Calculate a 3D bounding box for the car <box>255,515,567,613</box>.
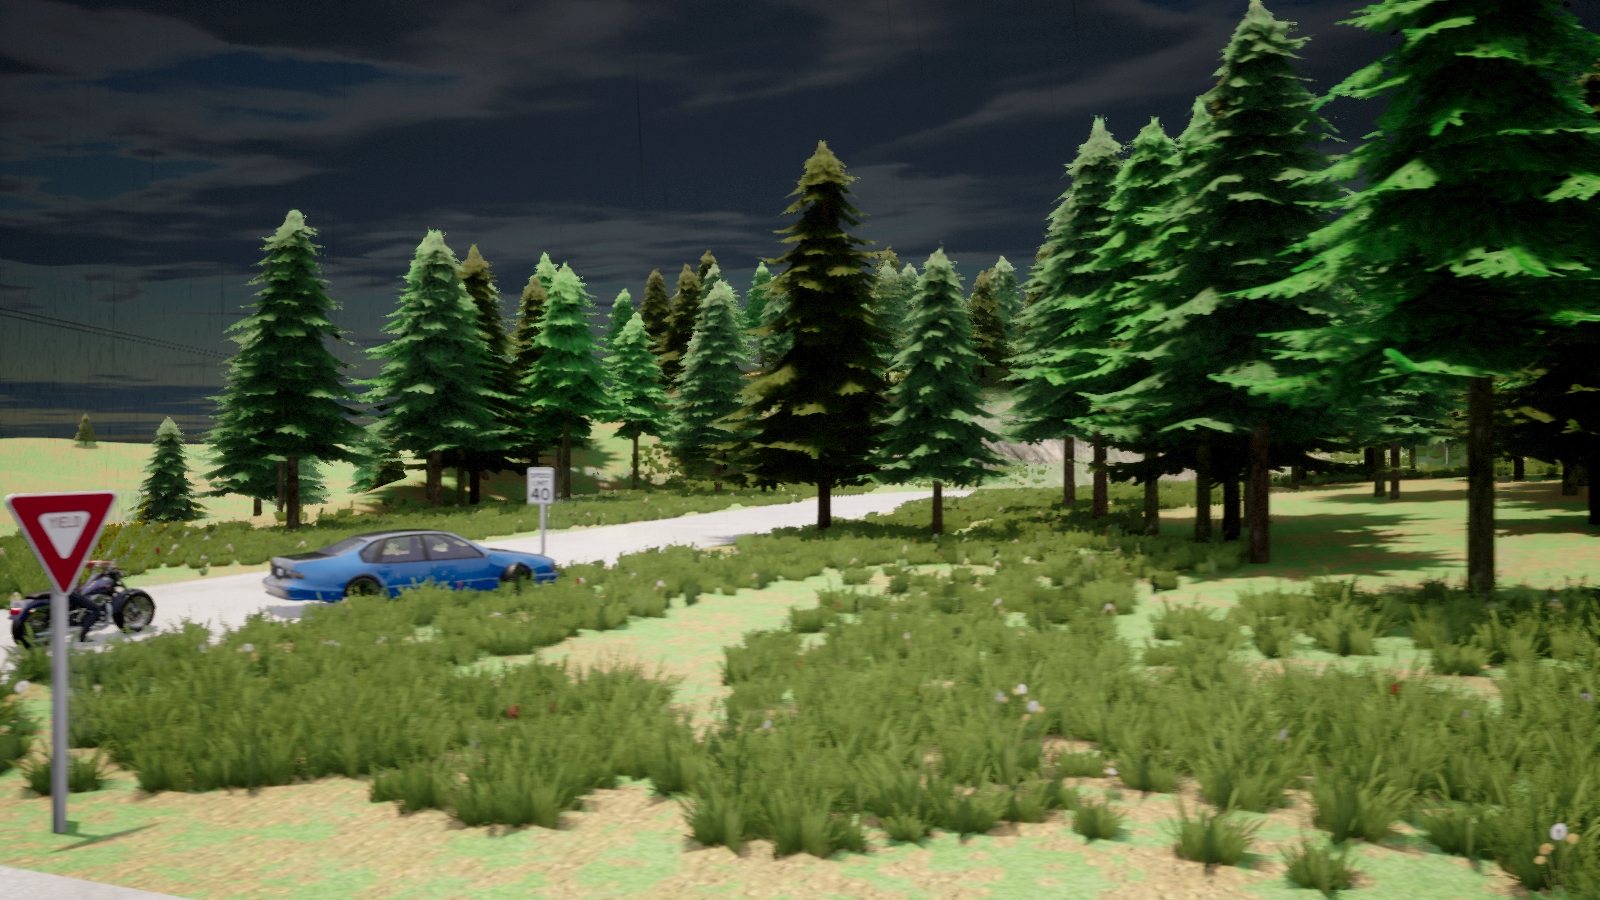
[{"bbox_3d":[-7.425,2.106,22.190,5.357,1.411,2.033,0,0,-39],"label":"car"}]
